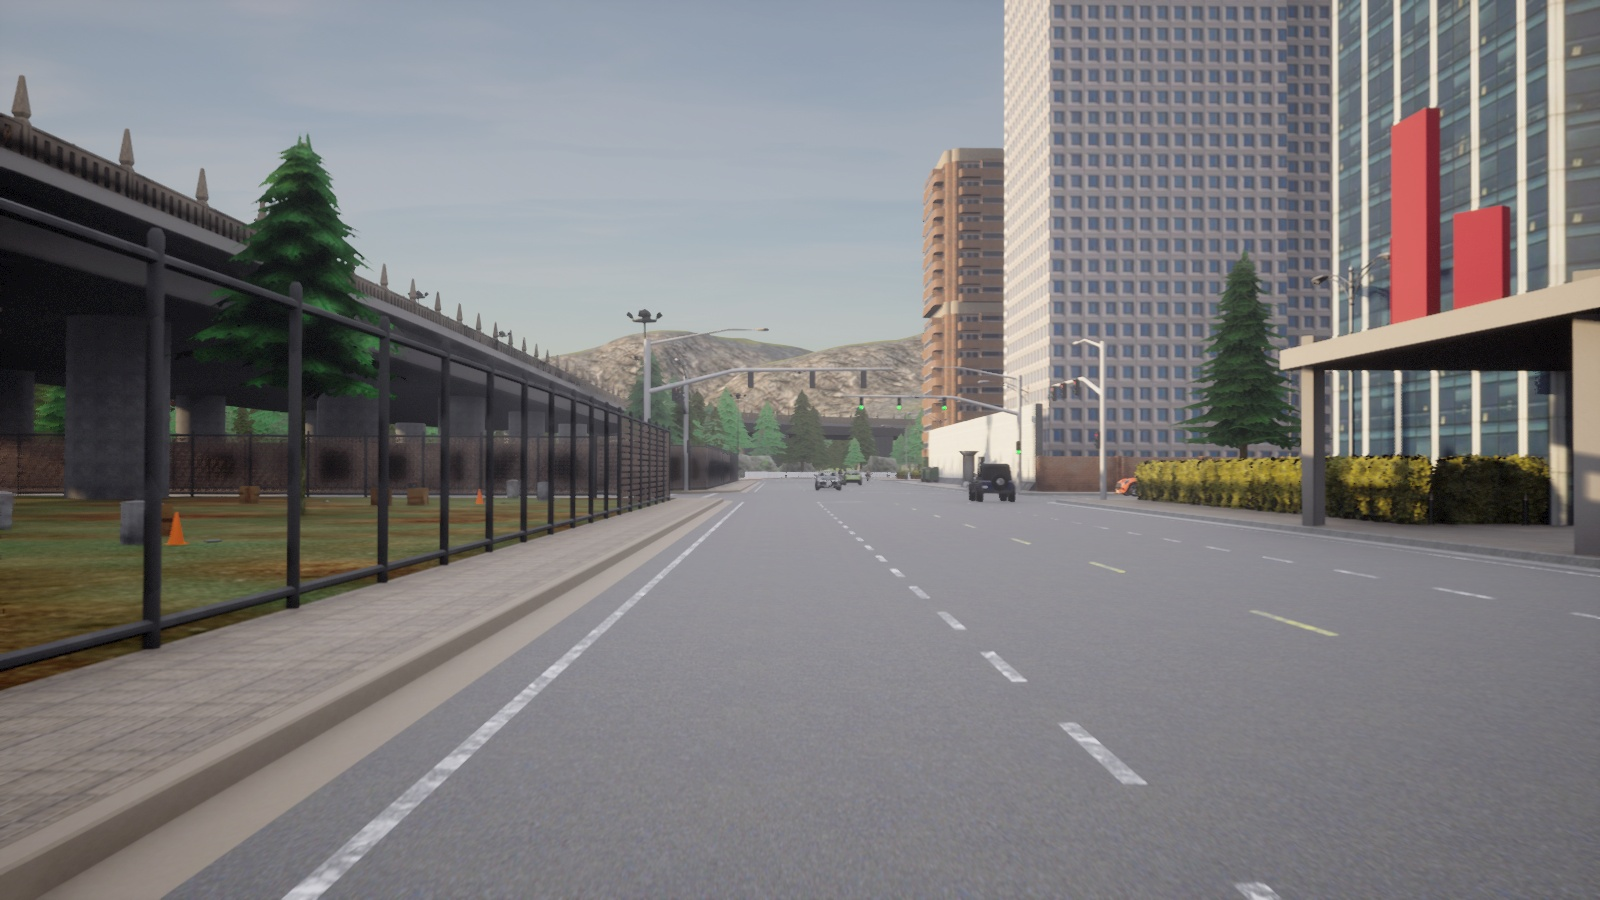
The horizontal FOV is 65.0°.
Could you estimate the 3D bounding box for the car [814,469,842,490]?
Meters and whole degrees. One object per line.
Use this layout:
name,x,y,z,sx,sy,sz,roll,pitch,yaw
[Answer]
car,2.057,2.178,92.863,1.970,1.475,3.806,0,-1,-1

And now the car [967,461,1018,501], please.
car,9.537,1.543,62.495,1.905,1.878,3.866,0,-1,-1

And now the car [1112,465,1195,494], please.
car,21.845,1.816,77.767,4.553,1.767,2.097,0,-1,-1
